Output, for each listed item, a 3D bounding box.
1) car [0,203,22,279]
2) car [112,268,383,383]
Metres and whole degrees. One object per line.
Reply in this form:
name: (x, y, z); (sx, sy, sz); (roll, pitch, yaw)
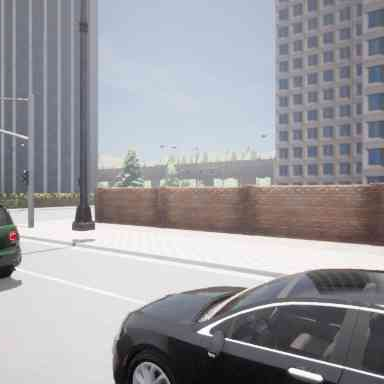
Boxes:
car: (-6.735, 1.221, 8.778); (5.566, 2.045, 2.150); (0, 0, 35)
car: (1.343, 1.505, 3.035); (4.892, 1.490, 1.837); (0, 0, 36)
